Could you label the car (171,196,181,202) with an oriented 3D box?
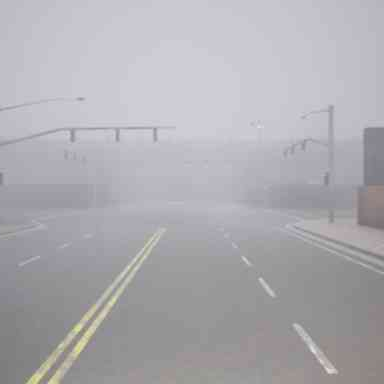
[{"bbox_3d":[-3.497,1.463,72.584,1.895,1.301,4.718,0,0,0],"label":"car"}]
